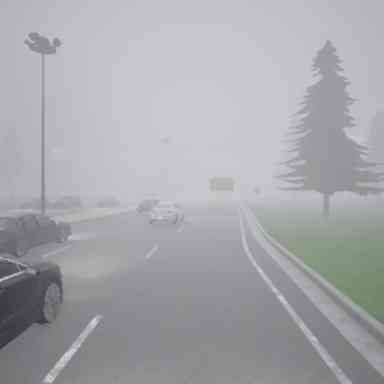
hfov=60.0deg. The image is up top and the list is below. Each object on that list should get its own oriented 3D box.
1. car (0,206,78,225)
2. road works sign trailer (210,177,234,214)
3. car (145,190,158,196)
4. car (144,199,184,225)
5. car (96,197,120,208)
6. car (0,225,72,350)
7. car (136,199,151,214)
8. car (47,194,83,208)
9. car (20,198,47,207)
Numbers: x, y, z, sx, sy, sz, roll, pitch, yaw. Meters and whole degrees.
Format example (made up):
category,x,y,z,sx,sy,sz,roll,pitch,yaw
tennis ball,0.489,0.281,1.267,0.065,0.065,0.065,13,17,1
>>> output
category,x,y,z,sx,sy,sz,roll,pitch,yaw
car,-6.466,1.481,12.518,2.033,1.411,5.357,0,0,5
road works sign trailer,3.025,0.328,33.701,2.380,3.560,2.880,0,0,7
car,-9.819,0.479,80.925,2.150,2.045,5.566,0,0,6
car,-1.724,1.423,23.391,1.812,1.442,4.674,0,0,7
car,-10.909,1.358,43.506,1.994,1.385,4.181,0,0,8
car,-3.274,1.467,4.155,2.128,1.511,4.902,0,0,0
car,-4.005,1.399,33.179,2.033,1.411,5.357,0,0,7
car,-14.912,1.153,39.918,2.097,1.767,4.553,0,0,8
car,-18.492,1.359,39.533,1.994,1.385,4.181,0,0,8
